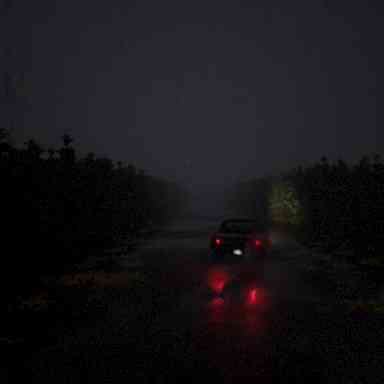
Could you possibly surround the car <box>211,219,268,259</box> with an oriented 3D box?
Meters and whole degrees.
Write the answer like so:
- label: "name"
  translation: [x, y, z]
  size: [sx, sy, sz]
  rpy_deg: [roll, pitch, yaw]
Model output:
- label: "car"
  translation: [2.052, 1.719, 13.221]
  size: [1.895, 1.301, 4.718]
  rpy_deg: [0, -1, 14]
